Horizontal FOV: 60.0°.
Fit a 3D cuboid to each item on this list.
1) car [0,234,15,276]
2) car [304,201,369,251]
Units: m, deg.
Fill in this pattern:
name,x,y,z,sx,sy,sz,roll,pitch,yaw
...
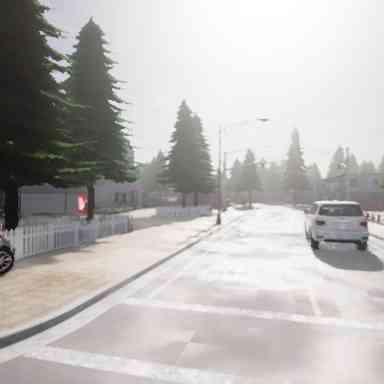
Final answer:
name,x,y,z,sx,sy,sz,roll,pitch,yaw
car,-5.730,1.253,7.153,2.097,1.767,4.553,1,-1,-8
car,6.560,1.437,15.549,2.150,2.045,5.566,0,-1,15
